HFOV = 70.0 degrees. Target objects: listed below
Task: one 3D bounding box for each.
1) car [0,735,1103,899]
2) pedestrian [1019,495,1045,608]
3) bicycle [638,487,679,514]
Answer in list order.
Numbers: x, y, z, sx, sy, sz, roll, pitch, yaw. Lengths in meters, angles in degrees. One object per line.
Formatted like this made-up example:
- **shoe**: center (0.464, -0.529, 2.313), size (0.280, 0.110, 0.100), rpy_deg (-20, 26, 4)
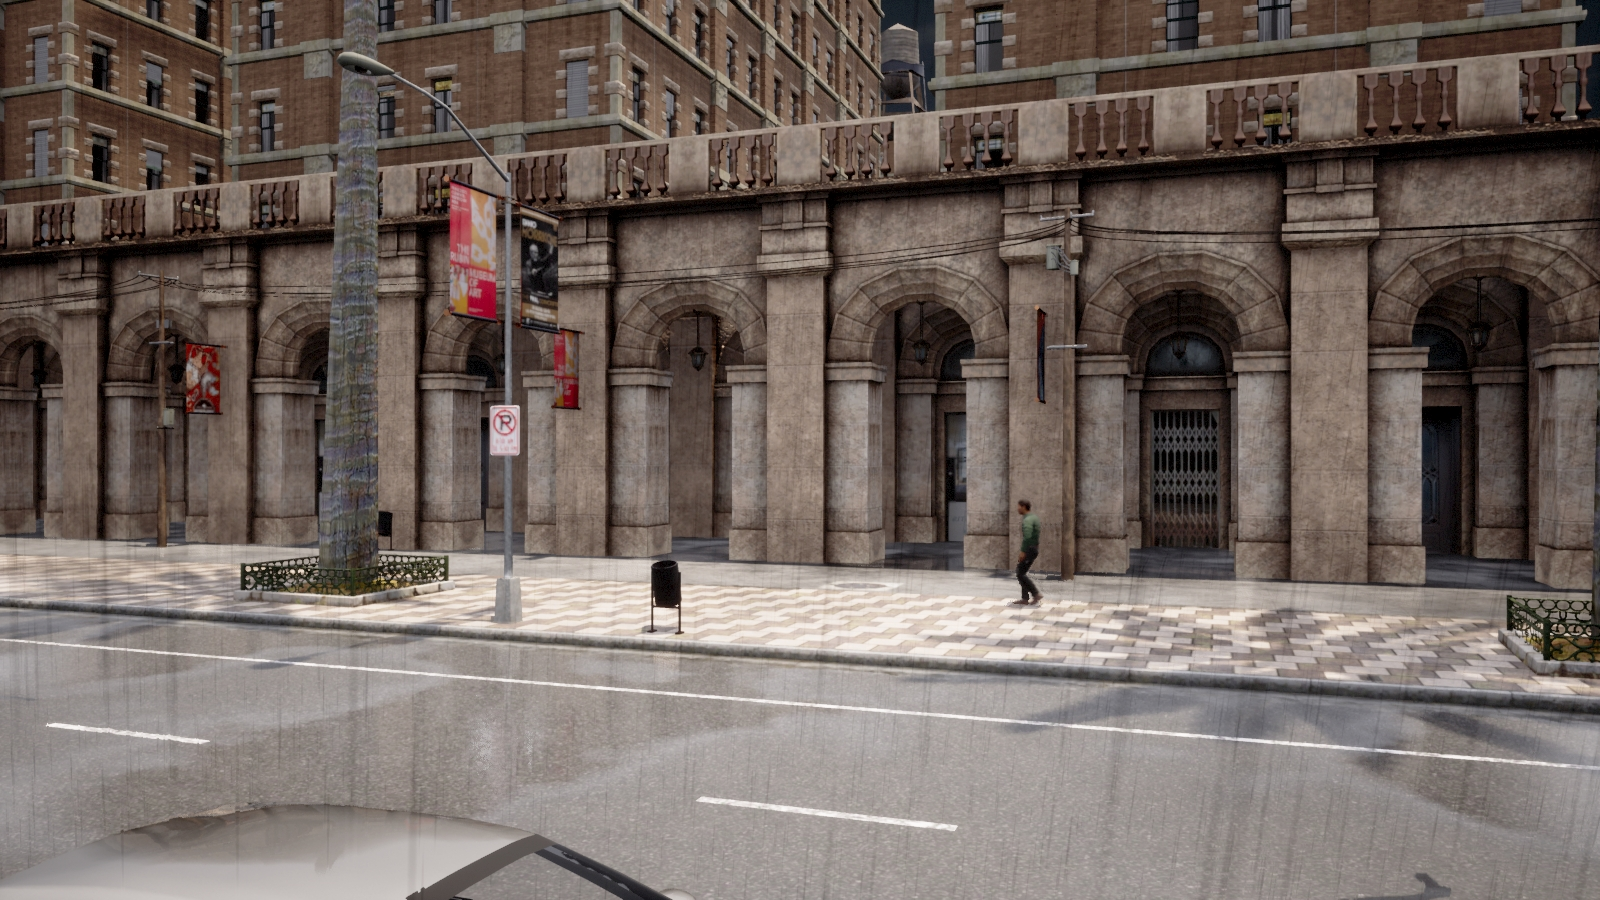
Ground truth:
- **car**: center (-1.248, 2.067, 3.754), size (4.193, 1.474, 1.816), rpy_deg (0, 0, 20)
- **pedestrian**: center (3.905, 1.698, 19.257), size (0.375, 1.860, 0.375), rpy_deg (0, 0, 20)
- **bicycle**: center (-6.252, 2.219, 50.454), size (1.835, 1.171, 0.329), rpy_deg (-1, 0, 20)
